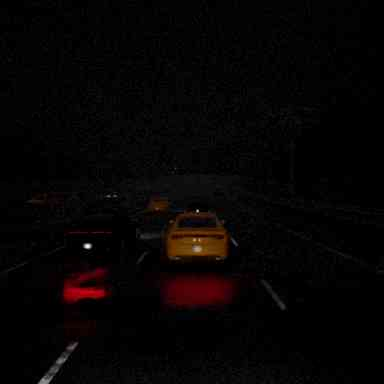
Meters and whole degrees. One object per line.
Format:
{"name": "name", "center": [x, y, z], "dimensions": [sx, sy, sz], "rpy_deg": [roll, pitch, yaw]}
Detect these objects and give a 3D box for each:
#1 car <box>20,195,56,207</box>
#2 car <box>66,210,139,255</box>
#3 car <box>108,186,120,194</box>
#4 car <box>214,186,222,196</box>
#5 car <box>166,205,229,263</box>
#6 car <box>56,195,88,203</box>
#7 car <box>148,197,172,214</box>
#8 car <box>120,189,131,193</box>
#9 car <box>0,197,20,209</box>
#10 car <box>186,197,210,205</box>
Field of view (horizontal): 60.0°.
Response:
{"name": "car", "center": [-16.951, 1.084, 37.772], "dimensions": [1.882, 1.535, 5.008], "rpy_deg": [0, 1, 2]}
{"name": "car", "center": [-3.305, 1.458, 13.040], "dimensions": [1.837, 1.490, 4.892], "rpy_deg": [0, 0, 1]}
{"name": "car", "center": [-18.328, -0.459, 78.935], "dimensions": [2.097, 1.767, 4.553], "rpy_deg": [0, 2, 4]}
{"name": "car", "center": [6.036, 0.044, 76.080], "dimensions": [2.033, 1.411, 5.357], "rpy_deg": [0, 3, 4]}
{"name": "car", "center": [0.180, 1.441, 11.827], "dimensions": [1.882, 1.535, 5.008], "rpy_deg": [0, 0, 1]}
{"name": "car", "center": [-13.432, 1.122, 38.294], "dimensions": [1.812, 1.442, 4.674], "rpy_deg": [0, 1, 2]}
{"name": "car", "center": [-2.947, 1.209, 31.356], "dimensions": [1.882, 1.535, 5.008], "rpy_deg": [0, 1, 2]}
{"name": "car", "center": [-14.811, -0.327, 79.089], "dimensions": [2.033, 1.411, 5.357], "rpy_deg": [0, 2, 4]}
{"name": "car", "center": [-20.499, 1.234, 36.436], "dimensions": [1.895, 1.301, 4.718], "rpy_deg": [0, 1, 2]}
{"name": "car", "center": [0.518, 1.260, 29.971], "dimensions": [1.837, 1.490, 4.892], "rpy_deg": [0, 1, 1]}
